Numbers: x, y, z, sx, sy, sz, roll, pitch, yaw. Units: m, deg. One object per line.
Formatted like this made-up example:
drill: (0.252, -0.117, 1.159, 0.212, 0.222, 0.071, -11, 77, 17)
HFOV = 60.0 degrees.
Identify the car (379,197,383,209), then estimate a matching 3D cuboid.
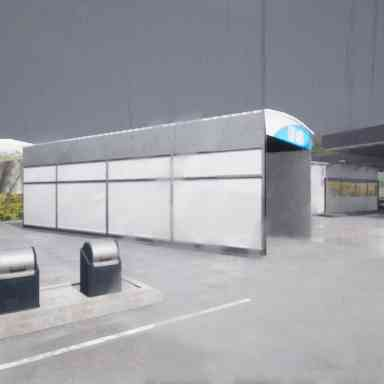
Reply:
car: (25.113, 1.479, 43.923, 4.611, 1.667, 2.242, 0, 0, -37)
